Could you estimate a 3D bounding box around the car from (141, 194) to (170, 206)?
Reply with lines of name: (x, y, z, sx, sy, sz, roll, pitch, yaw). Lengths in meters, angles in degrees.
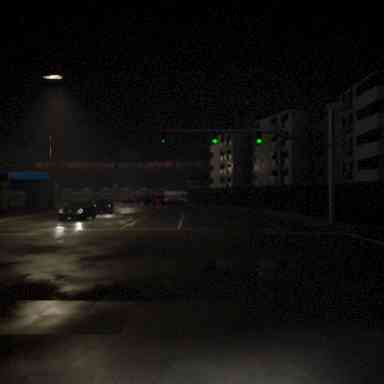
car: (-6.776, 1.553, 60.850, 2.150, 2.045, 5.566, 0, 0, -32)

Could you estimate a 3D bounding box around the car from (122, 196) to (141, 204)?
car: (-12.456, 1.850, 68.306, 1.895, 1.301, 4.718, 0, 0, -45)

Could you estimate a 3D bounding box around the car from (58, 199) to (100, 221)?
car: (-9.905, 1.539, 29.014, 2.097, 1.767, 4.553, 0, 0, -1)

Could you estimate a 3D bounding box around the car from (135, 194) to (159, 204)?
car: (-9.538, 1.448, 70.312, 2.150, 2.045, 5.566, 0, 0, -45)

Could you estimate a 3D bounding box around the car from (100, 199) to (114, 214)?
car: (-10.284, 1.584, 38.824, 2.097, 1.767, 4.553, 0, 0, -8)

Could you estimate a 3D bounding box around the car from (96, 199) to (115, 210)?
car: (-12.697, 1.824, 48.832, 2.033, 1.411, 5.357, 0, 0, -22)

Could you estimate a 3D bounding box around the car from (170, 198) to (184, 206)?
car: (-3.520, 1.885, 62.220, 2.033, 1.411, 5.357, 0, 0, -32)
